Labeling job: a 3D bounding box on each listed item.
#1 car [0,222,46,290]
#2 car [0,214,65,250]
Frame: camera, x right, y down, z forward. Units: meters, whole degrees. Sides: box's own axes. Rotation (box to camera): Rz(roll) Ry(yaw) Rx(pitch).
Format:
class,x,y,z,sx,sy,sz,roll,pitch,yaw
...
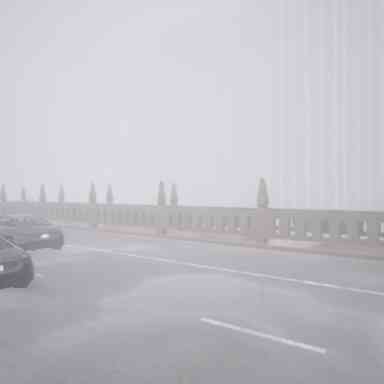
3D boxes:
class,x,y,z,sx,sy,sz,roll,pitch,yaw
car,-5.690,1.572,8.047,4.181,1.385,1.994,0,0,35
car,-6.985,1.577,13.270,4.181,1.385,1.994,0,0,35
